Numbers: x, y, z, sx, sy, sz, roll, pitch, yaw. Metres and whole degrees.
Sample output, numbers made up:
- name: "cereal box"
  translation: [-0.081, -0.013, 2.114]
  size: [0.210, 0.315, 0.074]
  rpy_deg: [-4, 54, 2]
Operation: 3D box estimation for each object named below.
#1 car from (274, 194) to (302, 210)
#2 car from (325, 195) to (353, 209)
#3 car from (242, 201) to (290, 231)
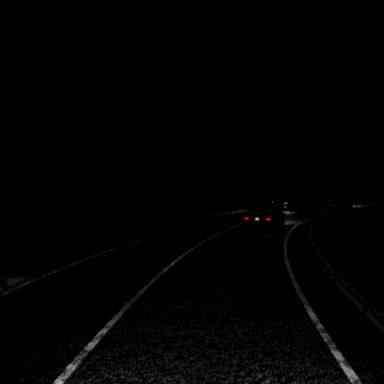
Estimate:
- name: "car"
  translation: [10.381, 1.131, 36.671]
  size: [2.097, 1.767, 4.553]
  rpy_deg: [-1, 0, 41]
- name: "car"
  translation: [17.038, 1.139, 38.509]
  size: [2.128, 1.511, 4.902]
  rpy_deg: [-1, 0, 44]
- name: "car"
  translation: [4.459, 1.489, 20.232]
  size: [2.033, 1.411, 5.357]
  rpy_deg: [0, 0, 22]
